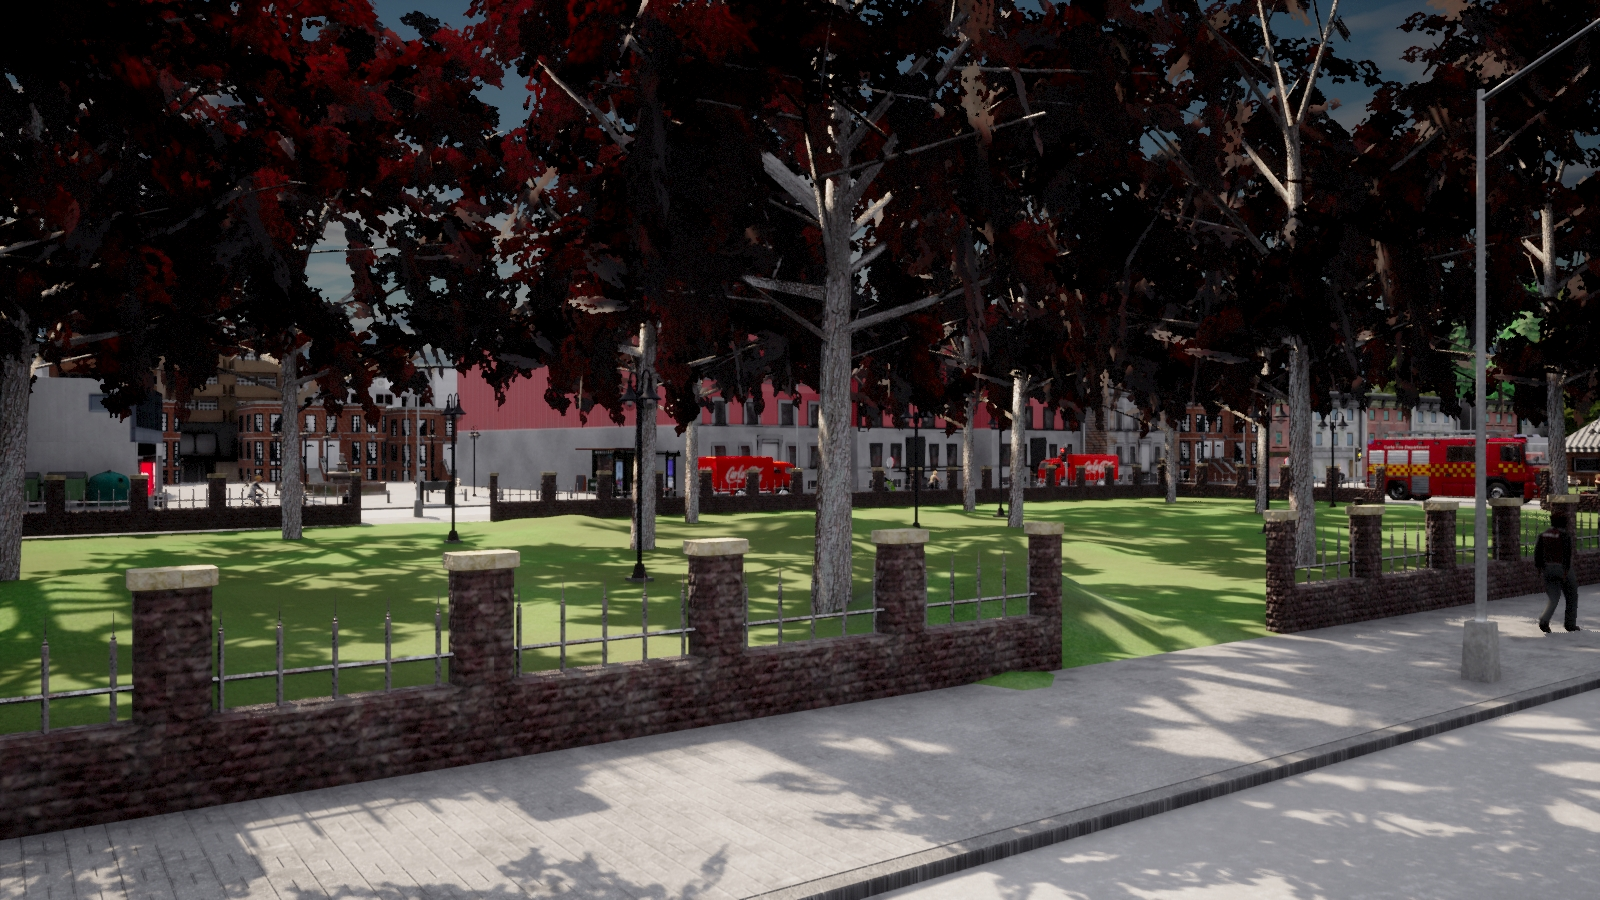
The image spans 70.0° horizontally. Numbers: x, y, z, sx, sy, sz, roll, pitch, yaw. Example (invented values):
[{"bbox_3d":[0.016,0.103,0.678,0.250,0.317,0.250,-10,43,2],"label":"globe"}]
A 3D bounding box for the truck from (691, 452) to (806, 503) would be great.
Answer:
[{"bbox_3d":[-2.582,1.335,57.891,5.204,2.467,2.627,0,0,-35],"label":"truck"}]

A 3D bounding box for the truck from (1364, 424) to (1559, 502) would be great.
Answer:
[{"bbox_3d":[34.631,0.645,60.204,2.891,3.827,8.468,0,0,-34],"label":"truck"}]

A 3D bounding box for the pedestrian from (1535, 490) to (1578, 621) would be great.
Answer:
[{"bbox_3d":[10.979,1.517,16.588,0.375,1.860,0.375,0,0,-26],"label":"pedestrian"}]
